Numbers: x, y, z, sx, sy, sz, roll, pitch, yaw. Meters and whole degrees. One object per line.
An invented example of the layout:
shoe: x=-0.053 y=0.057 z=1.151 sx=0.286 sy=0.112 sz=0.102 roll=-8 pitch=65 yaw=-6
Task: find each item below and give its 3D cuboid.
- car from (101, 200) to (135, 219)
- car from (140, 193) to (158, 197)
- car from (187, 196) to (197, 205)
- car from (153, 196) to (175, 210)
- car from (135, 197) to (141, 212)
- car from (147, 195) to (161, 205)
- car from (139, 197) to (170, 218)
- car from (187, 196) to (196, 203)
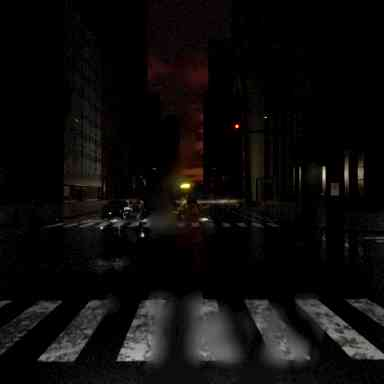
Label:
car: x=-6.665 y=1.507 z=29.558 sx=1.837 sy=1.490 sz=4.892 roll=0 pitch=0 yaw=0
car: x=-6.677 y=1.227 z=48.732 sx=2.150 sy=2.045 sz=5.566 roll=0 pitch=0 yaw=0
car: x=-0.022 y=1.555 z=60.576 sx=2.033 sy=1.411 sz=5.357 roll=0 pitch=0 yaw=0
car: x=-3.423 y=1.530 z=40.132 sx=1.812 sy=1.442 sz=4.674 roll=0 pitch=0 yaw=0
car: x=-6.667 y=1.605 z=38.821 sx=1.895 sy=1.301 sz=4.718 roll=0 pitch=0 yaw=0
car: x=-6.661 y=1.360 z=58.994 sx=2.097 sy=1.767 sz=4.553 roll=0 pitch=0 yaw=-1
car: x=-3.400 y=1.480 z=30.851 sx=1.882 sy=1.535 sz=5.008 roll=0 pitch=0 yaw=0
car: x=-0.077 y=1.570 z=70.904 sx=1.994 sy=1.385 sz=4.181 roll=0 pitch=0 yaw=0
